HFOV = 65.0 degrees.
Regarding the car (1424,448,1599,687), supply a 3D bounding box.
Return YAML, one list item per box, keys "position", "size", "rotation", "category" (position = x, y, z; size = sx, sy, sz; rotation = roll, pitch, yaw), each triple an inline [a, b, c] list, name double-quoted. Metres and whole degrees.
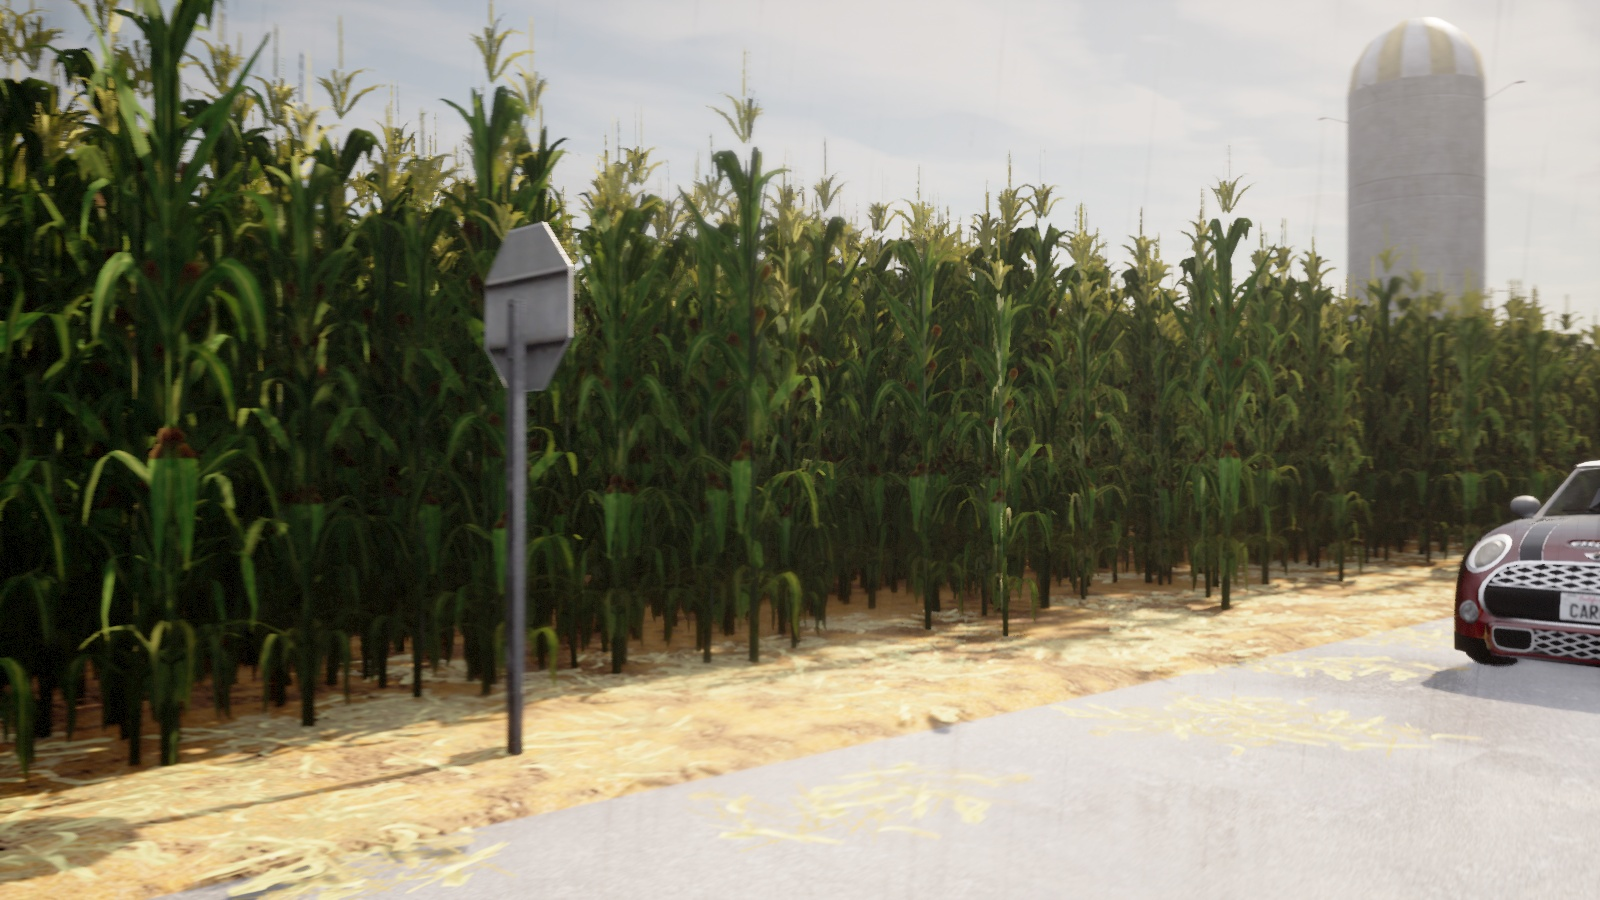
- position: [6.317, 0.725, 9.065]
  size: [3.806, 1.475, 1.970]
  rotation: [0, 0, -42]
  category: "car"
